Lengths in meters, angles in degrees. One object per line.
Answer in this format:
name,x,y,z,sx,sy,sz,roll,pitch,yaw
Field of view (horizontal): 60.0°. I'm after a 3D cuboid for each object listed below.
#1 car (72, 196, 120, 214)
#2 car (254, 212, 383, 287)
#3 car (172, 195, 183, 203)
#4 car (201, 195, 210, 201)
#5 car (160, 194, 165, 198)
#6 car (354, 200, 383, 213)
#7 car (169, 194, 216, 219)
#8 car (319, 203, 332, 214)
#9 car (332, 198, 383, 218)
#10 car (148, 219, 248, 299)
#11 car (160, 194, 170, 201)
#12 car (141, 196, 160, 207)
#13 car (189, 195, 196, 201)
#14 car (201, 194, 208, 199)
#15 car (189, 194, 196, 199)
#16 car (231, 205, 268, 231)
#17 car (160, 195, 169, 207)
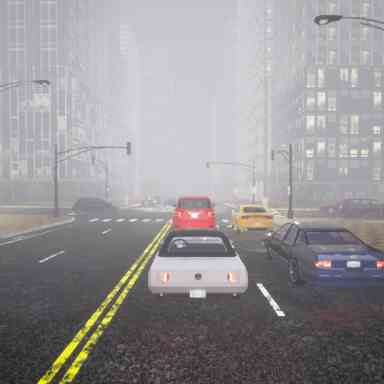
car,-9.634,1.282,33.824,4.553,1.767,2.097,1,1,1
car,3.365,1.543,9.411,2.033,1.411,5.357,0,0,0
car,-3.179,1.462,71.581,2.128,1.511,4.902,0,0,0
car,3.332,1.454,81.619,2.033,1.411,5.357,0,0,0
car,-6.493,1.429,60.473,1.882,1.535,5.008,0,0,-1
car,21.849,1.640,39.098,4.829,1.417,1.752,1,0,1
car,0.118,1.211,18.143,2.150,2.045,5.566,0,0,0
car,16.557,1.588,36.596,5.008,1.535,1.882,1,1,1
car,16.232,1.517,30.817,5.009,1.841,2.192,1,0,1
car,0.110,1.597,8.384,1.895,1.301,4.718,0,0,0
car,-6.420,1.279,80.673,2.097,1.767,4.553,0,0,0
car,-6.544,1.454,50.799,2.128,1.511,4.902,0,0,0
car,0.082,1.438,82.038,1.812,1.442,4.674,0,0,0
car,3.342,1.262,92.036,1.812,1.442,4.674,0,0,0
car,0.092,1.262,92.040,1.812,1.442,4.674,0,0,0
car,3.373,1.467,19.230,1.882,1.535,5.008,0,0,1
car,-3.288,1.526,51.233,1.994,1.385,4.181,0,0,0
